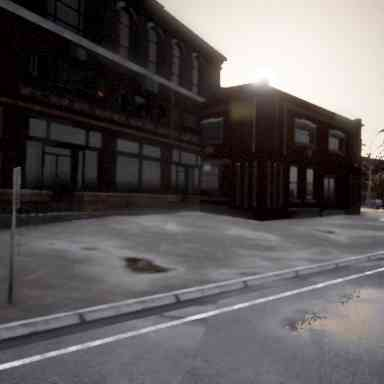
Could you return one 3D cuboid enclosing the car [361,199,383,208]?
[{"bbox_3d":[30.586,1.953,55.643,2.033,1.411,5.357,2,0,-10],"label":"car"}]
